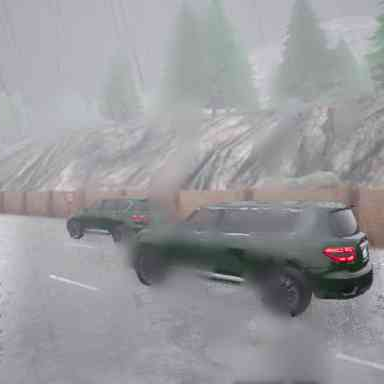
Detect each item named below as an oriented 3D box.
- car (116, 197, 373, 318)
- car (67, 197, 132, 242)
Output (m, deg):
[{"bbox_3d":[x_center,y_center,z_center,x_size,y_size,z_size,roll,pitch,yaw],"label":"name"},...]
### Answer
[{"bbox_3d":[1.008,1.225,7.674,5.566,2.045,2.150,-1,0,37],"label":"car"},{"bbox_3d":[-3.528,1.242,15.541,5.566,2.045,2.150,0,0,38],"label":"car"}]
